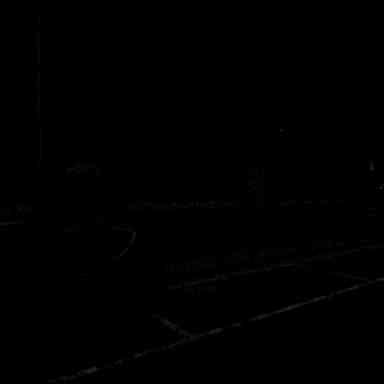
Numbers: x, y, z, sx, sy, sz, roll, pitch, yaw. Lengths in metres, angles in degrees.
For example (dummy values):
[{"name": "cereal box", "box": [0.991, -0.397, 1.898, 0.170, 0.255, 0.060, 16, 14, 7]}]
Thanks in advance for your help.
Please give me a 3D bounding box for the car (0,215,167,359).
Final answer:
[{"name": "car", "box": [-2.722, 1.315, 4.592, 5.009, 1.841, 2.192, 0, 0, -35]}]
